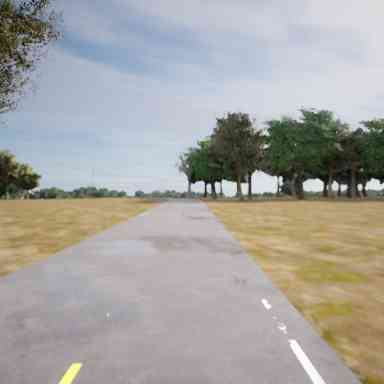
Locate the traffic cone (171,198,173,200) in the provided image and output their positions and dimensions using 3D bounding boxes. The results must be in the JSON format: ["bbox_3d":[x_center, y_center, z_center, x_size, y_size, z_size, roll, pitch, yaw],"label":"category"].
[{"bbox_3d":[-4.861,1.529,80.213,0.340,0.580,0.340,0,0,-10],"label":"traffic cone"}]
